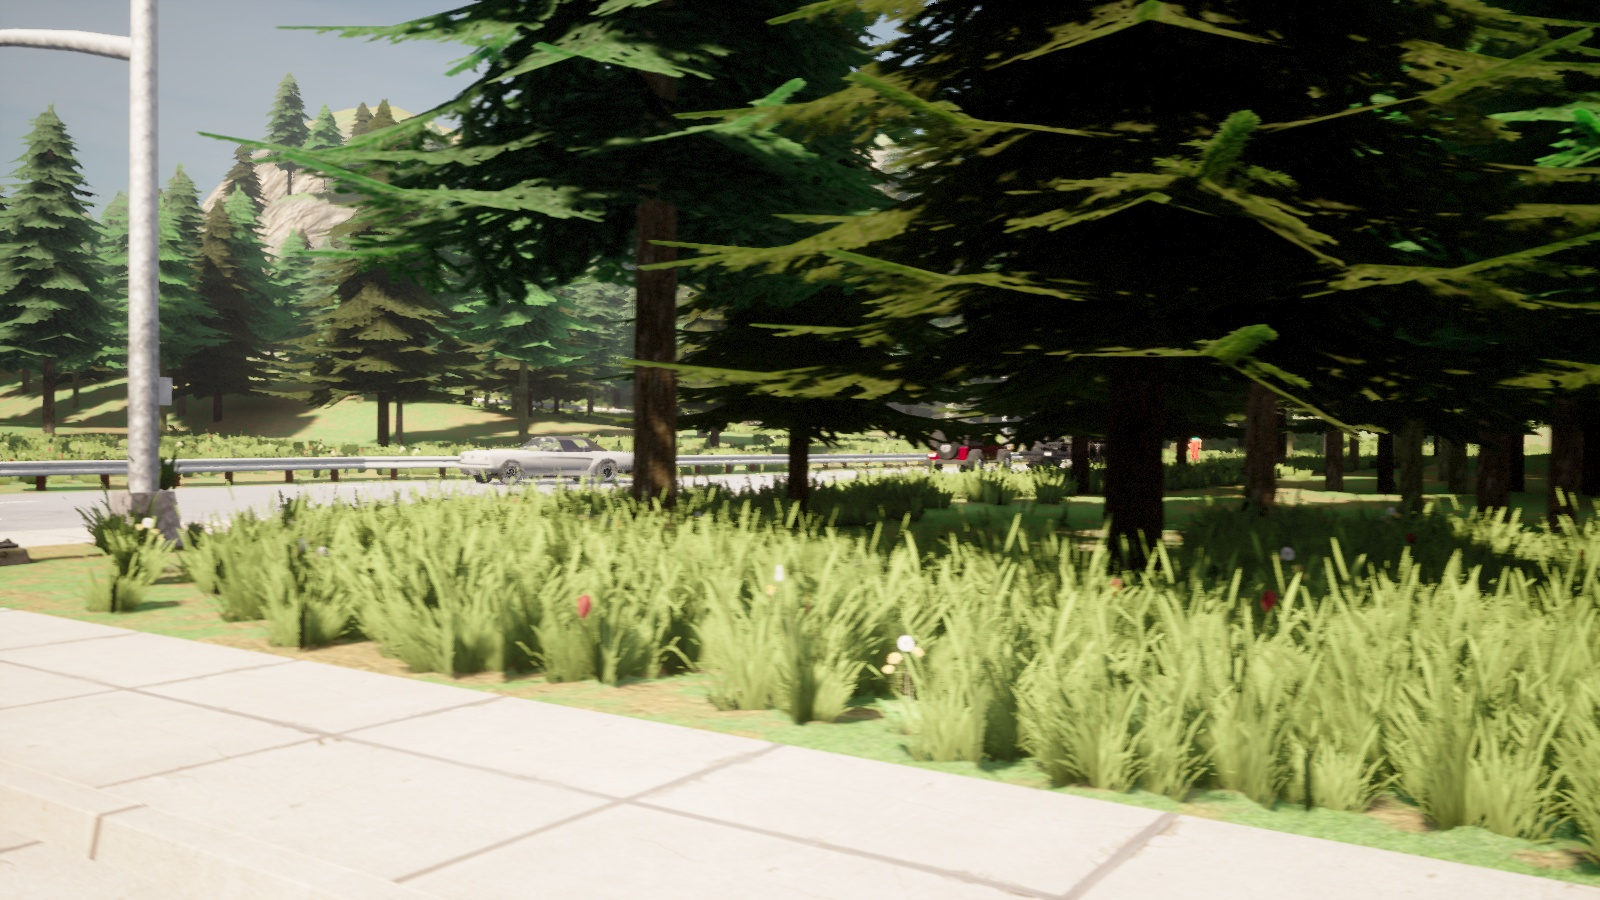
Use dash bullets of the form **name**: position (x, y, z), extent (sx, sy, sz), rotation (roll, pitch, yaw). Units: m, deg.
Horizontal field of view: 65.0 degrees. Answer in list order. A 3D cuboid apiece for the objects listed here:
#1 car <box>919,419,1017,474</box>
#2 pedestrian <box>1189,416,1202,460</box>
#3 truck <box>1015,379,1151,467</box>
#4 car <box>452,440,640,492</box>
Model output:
- **car**: position (5.980, -0.159, 44.449), extent (1.905, 1.878, 3.866), rotation (0, 1, 34)
- **pedestrian**: position (16.683, -0.507, 52.958), extent (0.345, 1.836, 0.594), rotation (0, 1, 32)
- **truck**: position (12.178, -1.117, 53.436), extent (2.891, 3.462, 7.936), rotation (0, 1, 35)
- **car**: position (-6.921, 0.396, 34.535), extent (4.718, 1.301, 1.895), rotation (-1, 1, -40)
